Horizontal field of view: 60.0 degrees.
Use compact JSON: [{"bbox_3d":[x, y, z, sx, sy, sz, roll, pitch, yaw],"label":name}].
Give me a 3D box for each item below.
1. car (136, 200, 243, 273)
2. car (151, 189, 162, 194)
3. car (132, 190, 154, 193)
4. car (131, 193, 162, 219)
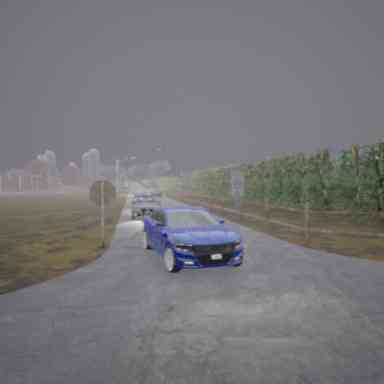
[{"bbox_3d":[-0.238,1.186,10.036,1.882,1.535,5.008,-1,1,-19],"label":"car"},{"bbox_3d":[-6.133,0.180,55.617,2.128,1.511,4.902,-1,1,-10],"label":"car"},{"bbox_3d":[-5.299,0.787,34.577,1.895,1.301,4.718,-1,1,-10],"label":"car"},{"bbox_3d":[-3.084,1.016,22.358,1.994,1.385,4.181,-1,1,-10],"label":"car"}]
